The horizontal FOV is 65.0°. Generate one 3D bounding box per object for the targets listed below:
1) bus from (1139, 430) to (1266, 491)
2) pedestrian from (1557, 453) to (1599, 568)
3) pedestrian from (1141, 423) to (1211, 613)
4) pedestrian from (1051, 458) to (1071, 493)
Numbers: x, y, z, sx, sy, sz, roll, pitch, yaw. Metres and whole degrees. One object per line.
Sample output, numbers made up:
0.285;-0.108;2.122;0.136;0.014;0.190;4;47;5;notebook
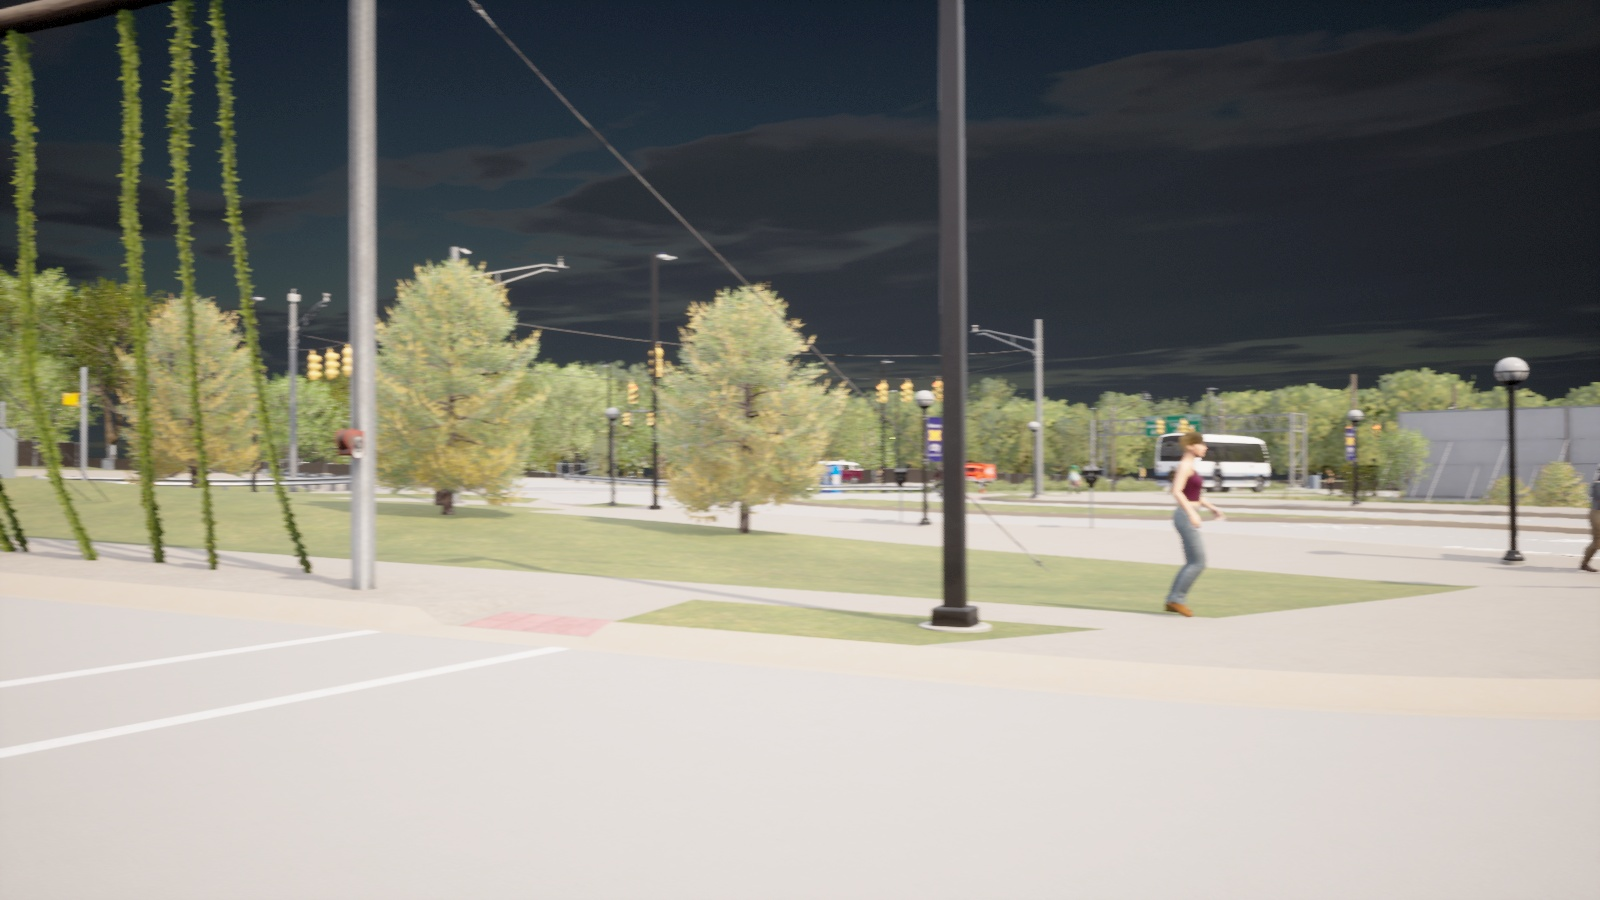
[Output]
29.290;0.815;91.109;10.273;4.253;3.944;1;-2;-41;bus
12.980;0.979;20.692;0.540;1.848;0.694;0;-1;-36;pedestrian
3.711;0.662;12.396;0.594;1.836;0.345;-1;-1;24;pedestrian
14.779;1.434;71.042;0.873;1.952;0.659;0;-1;-39;pedestrian
